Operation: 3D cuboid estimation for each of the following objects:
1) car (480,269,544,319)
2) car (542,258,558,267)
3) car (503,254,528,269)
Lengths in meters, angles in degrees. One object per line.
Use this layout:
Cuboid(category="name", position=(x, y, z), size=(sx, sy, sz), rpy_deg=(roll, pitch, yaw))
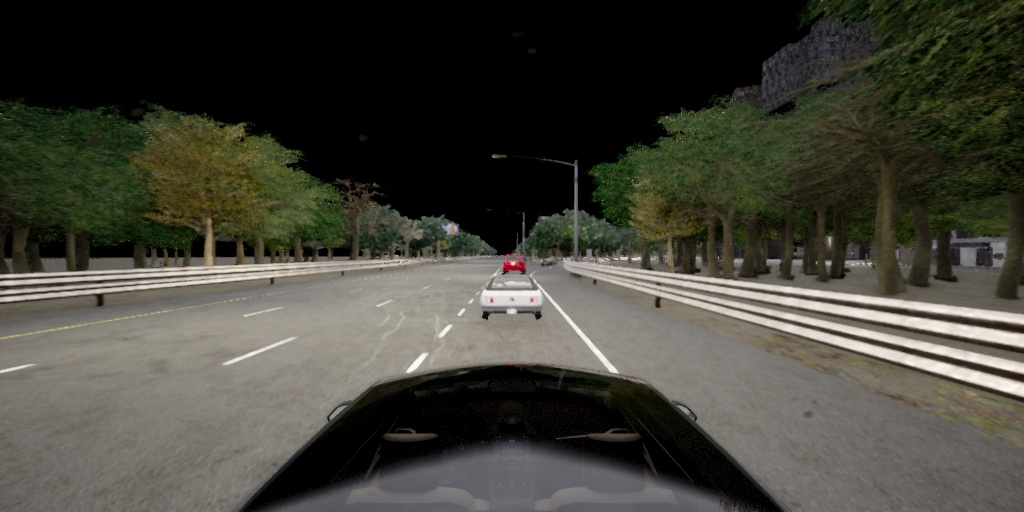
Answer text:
Cuboid(category="car", position=(-0.004, 1.311, 12.632), size=(1.895, 1.301, 4.718), rpy_deg=(0, 0, 0))
Cuboid(category="car", position=(6.432, 1.054, 61.716), size=(1.812, 1.442, 4.674), rpy_deg=(0, 0, 22))
Cuboid(category="car", position=(0.345, 0.848, 36.582), size=(2.150, 2.045, 5.566), rpy_deg=(0, 0, 5))
